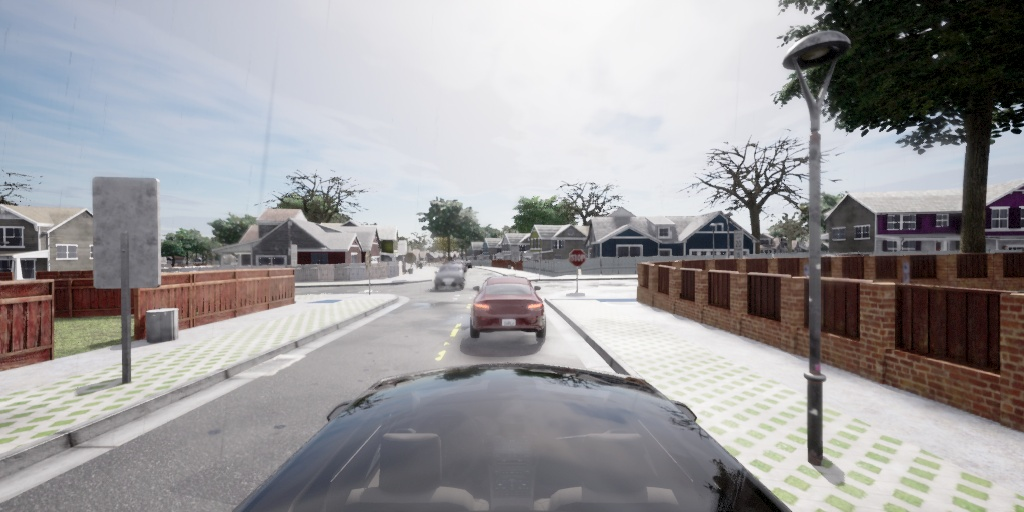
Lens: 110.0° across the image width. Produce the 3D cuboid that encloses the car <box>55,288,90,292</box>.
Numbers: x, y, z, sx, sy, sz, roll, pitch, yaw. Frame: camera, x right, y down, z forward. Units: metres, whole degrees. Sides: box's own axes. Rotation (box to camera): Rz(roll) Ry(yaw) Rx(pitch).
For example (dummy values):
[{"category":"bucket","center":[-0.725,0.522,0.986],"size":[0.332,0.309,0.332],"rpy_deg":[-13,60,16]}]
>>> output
[{"category":"car","center":[-25.936,1.962,19.268],"size":[4.718,1.301,1.895],"rpy_deg":[-1,1,-11]}]

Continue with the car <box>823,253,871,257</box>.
[{"category":"car","center":[21.459,0.612,23.795],"size":[4.553,1.767,2.097],"rpy_deg":[-1,0,7]}]

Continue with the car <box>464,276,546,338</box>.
[{"category":"car","center":[-0.133,1.280,10.065],"size":[1.812,1.442,4.674],"rpy_deg":[0,0,-2]}]

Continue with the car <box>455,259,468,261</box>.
[{"category":"car","center":[-6.195,1.378,41.588],"size":[2.128,1.511,4.902],"rpy_deg":[0,0,-9]}]

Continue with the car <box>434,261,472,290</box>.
[{"category":"car","center":[-3.944,1.315,23.369],"size":[2.128,1.511,4.902],"rpy_deg":[-1,1,-5]}]
